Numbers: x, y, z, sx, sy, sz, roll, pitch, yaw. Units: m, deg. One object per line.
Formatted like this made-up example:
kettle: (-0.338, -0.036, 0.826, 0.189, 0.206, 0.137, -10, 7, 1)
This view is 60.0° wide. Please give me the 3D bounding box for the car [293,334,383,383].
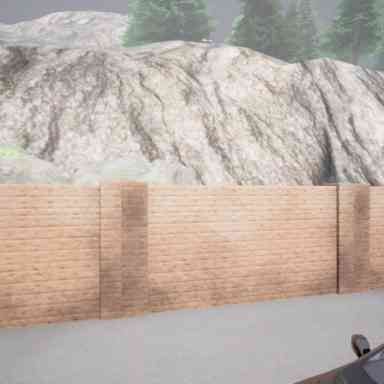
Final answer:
car: (2.252, 1.492, 1.861, 4.902, 1.511, 2.128, 0, 0, -17)
